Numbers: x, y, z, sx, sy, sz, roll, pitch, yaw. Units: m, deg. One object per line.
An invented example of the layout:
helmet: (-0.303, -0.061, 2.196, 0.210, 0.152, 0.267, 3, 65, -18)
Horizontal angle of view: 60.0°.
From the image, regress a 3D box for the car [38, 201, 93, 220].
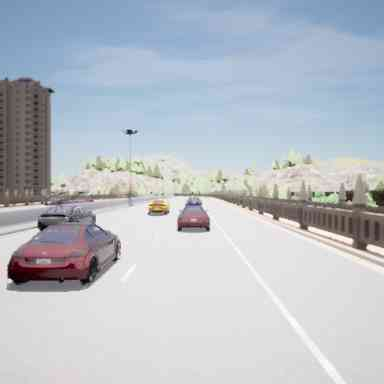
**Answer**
car: (-6.899, 1.492, 18.752, 2.128, 1.511, 4.902, 0, 0, 0)

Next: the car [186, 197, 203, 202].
car: (0.285, 1.354, 42.073, 2.097, 1.767, 4.553, 0, 0, 1)

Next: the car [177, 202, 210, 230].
car: (0.101, 1.565, 21.085, 1.994, 1.385, 4.181, 0, 0, 0)

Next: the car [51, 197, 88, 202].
car: (-13.992, 1.602, 38.225, 1.895, 1.301, 4.718, 0, 0, 1)

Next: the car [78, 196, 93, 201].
car: (-17.118, 1.355, 52.263, 2.097, 1.767, 4.553, 0, 0, 2)

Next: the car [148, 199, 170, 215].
car: (-3.348, 1.479, 34.685, 1.882, 1.535, 5.008, 0, 0, 1)

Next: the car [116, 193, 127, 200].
car: (-19.421, 1.195, 91.697, 2.097, 1.767, 4.553, 0, 0, 2)

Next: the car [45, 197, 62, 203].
car: (-20.660, 1.493, 50.744, 2.128, 1.511, 4.902, 0, 0, 2)

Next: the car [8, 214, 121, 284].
car: (-3.400, 1.564, 9.633, 1.994, 1.385, 4.181, 0, 0, 0)

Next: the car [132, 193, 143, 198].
car: (-12.749, 1.553, 80.263, 1.994, 1.385, 4.181, 0, 0, 2)

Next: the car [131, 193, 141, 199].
car: (-15.860, 1.122, 93.761, 1.837, 1.490, 4.892, 0, 0, 2)
